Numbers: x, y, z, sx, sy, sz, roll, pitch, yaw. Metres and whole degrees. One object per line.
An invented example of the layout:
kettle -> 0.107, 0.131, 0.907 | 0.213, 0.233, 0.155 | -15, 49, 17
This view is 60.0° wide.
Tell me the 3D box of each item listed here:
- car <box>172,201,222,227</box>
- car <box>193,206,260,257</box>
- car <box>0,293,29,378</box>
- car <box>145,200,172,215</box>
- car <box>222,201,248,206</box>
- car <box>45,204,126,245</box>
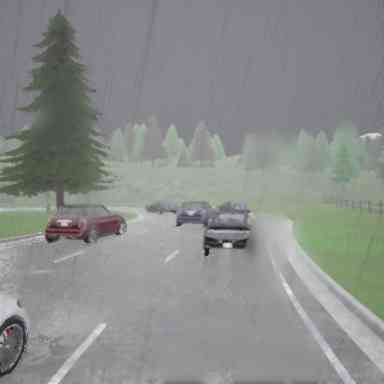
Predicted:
car -> 0.457, 1.396, 23.027 | 2.097, 1.767, 4.553 | 0, 0, 14
car -> 1.620, 1.521, 13.191 | 2.128, 1.511, 4.902 | 0, 0, 11
car -> -3.198, 1.521, 2.588 | 1.812, 1.442, 4.674 | 0, 0, 3
car -> -3.238, 1.602, 35.257 | 2.033, 1.411, 5.357 | 0, 0, -30
car -> 4.230, 1.625, 35.115 | 2.033, 1.411, 5.357 | 0, 0, -18
car -> -4.893, 1.367, 15.972 | 2.097, 1.767, 4.553 | 0, 0, 12
